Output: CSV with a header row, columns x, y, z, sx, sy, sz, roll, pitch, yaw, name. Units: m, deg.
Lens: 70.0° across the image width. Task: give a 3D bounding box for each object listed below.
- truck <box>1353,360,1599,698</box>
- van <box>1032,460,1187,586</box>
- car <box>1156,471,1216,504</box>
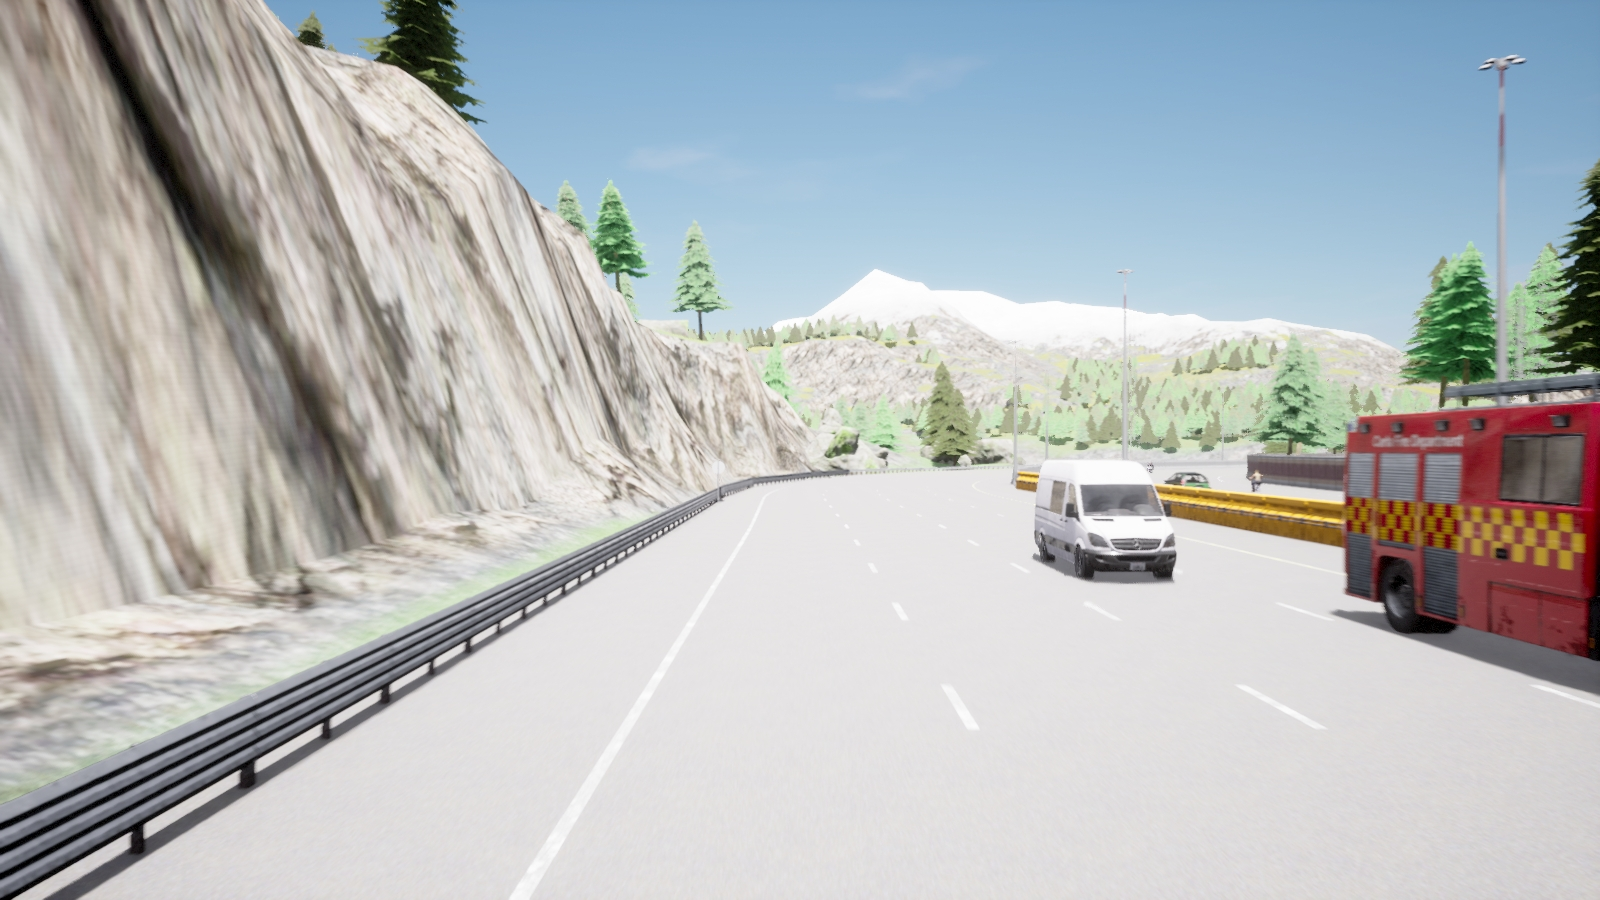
x,y,z,sx,sy,sz,roll,pitch,yaw,name
10.498,0.890,14.482,2.891,3.827,8.468,0,0,0,truck
6.986,1.534,26.550,1.988,2.561,5.915,0,0,0,van
20.717,1.999,61.526,1.851,1.617,3.988,0,0,0,car
